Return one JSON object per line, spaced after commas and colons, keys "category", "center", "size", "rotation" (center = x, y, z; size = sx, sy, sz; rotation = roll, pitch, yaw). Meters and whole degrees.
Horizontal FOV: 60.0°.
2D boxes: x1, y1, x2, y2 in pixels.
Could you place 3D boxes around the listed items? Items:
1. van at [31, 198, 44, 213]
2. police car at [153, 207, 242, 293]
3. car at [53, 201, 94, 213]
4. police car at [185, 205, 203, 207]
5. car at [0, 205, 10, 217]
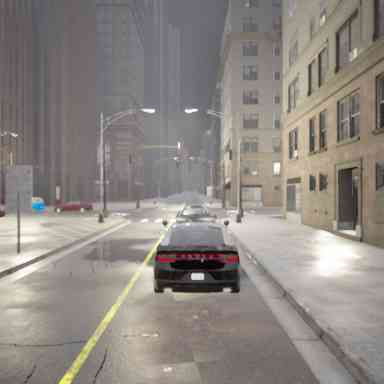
{"category": "van", "center": [-19.567, 1.566, 39.185], "size": [3.998, 1.788, 1.690], "rotation": [-1, 0, 0]}
{"category": "police car", "center": [0.111, 1.421, 8.976], "size": [1.930, 1.638, 5.238], "rotation": [0, 0, 0]}
{"category": "car", "center": [-13.941, 1.702, 39.160], "size": [4.507, 1.381, 1.887], "rotation": [-1, 0, 0]}
{"category": "police car", "center": [0.128, 1.498, 18.581], "size": [2.038, 1.542, 4.974], "rotation": [0, 0, 0]}
{"category": "car", "center": [-19.599, 1.504, 30.659], "size": [5.009, 1.841, 2.192], "rotation": [-1, 0, 0]}
